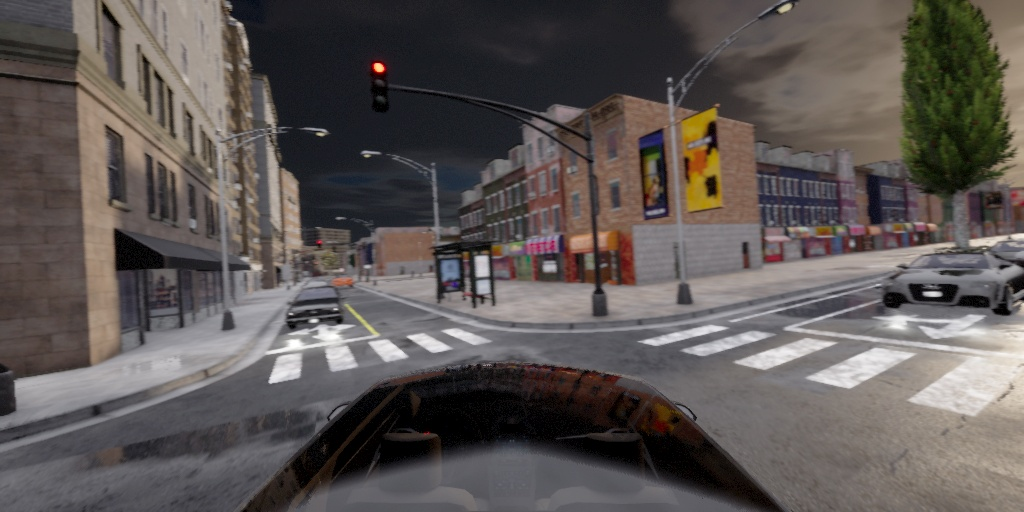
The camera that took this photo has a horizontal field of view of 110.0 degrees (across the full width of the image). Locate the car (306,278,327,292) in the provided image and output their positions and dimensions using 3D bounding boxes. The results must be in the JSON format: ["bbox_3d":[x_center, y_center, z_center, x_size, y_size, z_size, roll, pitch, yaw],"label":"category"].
[{"bbox_3d":[-22.678,3.303,41.643,1.994,1.385,4.181,-3,-1,-28],"label":"car"}]

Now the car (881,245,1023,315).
[{"bbox_3d":[11.643,0.603,9.428,4.181,1.385,1.994,-4,-1,-29],"label":"car"}]

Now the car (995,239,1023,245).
[{"bbox_3d":[20.757,0.026,14.520,5.357,1.411,2.033,-4,-1,-29],"label":"car"}]

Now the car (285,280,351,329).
[{"bbox_3d":[-8.060,1.995,15.052,2.033,1.411,5.357,-3,-1,-24],"label":"car"}]

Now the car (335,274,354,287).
[{"bbox_3d":[-20.976,3.015,44.450,2.097,1.767,4.553,-3,-1,-28],"label":"car"}]

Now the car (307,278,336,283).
[{"bbox_3d":[-14.160,2.509,26.040,1.812,1.442,4.674,-3,-1,-29],"label":"car"}]
